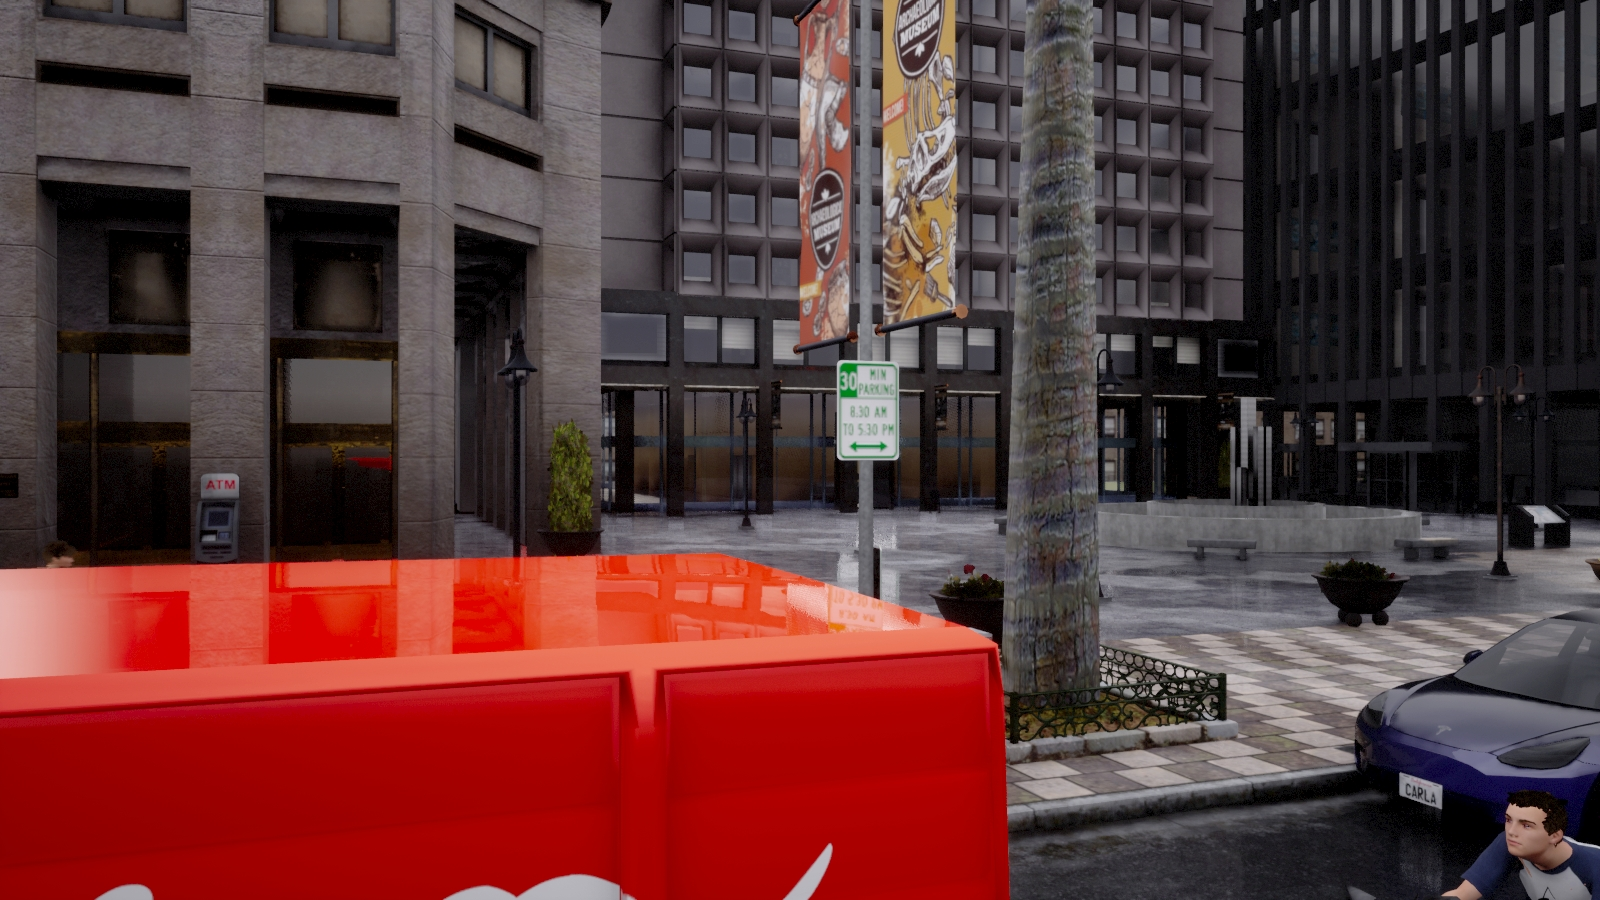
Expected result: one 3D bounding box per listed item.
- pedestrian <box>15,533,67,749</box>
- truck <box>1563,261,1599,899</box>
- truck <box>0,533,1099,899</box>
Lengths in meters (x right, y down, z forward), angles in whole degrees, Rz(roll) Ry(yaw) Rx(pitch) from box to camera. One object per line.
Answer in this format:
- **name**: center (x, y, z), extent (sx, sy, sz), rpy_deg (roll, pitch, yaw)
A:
- **pedestrian**: center (-6.841, 1.696, 10.296), extent (0.375, 1.860, 0.375), rpy_deg (0, 0, -37)
- **truck**: center (8.736, 0.895, 6.469), extent (8.468, 3.827, 2.891), rpy_deg (0, 0, -20)
- **truck**: center (-2.337, 1.568, 2.464), extent (5.204, 2.467, 2.627), rpy_deg (0, 0, -20)
